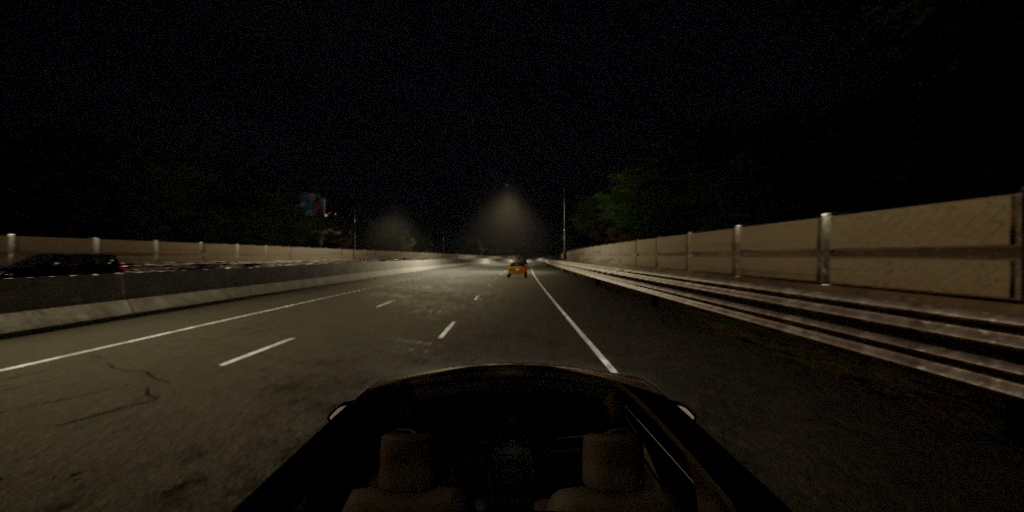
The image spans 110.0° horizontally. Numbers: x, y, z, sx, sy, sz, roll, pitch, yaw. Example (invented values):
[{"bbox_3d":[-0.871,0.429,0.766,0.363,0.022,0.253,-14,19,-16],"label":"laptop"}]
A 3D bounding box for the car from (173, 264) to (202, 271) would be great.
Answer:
[{"bbox_3d":[-20.873,1.208,23.893,1.994,1.385,4.181,0,0,1],"label":"car"}]

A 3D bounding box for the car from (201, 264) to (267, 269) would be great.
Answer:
[{"bbox_3d":[-17.385,1.220,23.517,1.994,1.385,4.181,0,0,1],"label":"car"}]

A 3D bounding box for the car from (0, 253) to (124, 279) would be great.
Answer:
[{"bbox_3d":[-24.454,0.864,19.229,2.150,2.045,5.566,0,0,1],"label":"car"}]

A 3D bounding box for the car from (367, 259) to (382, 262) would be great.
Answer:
[{"bbox_3d":[-23.126,1.200,60.061,1.994,1.385,4.181,0,0,3],"label":"car"}]

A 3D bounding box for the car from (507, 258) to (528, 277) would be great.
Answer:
[{"bbox_3d":[0.529,1.160,34.475,1.801,1.575,5.366,0,0,2],"label":"car"}]
